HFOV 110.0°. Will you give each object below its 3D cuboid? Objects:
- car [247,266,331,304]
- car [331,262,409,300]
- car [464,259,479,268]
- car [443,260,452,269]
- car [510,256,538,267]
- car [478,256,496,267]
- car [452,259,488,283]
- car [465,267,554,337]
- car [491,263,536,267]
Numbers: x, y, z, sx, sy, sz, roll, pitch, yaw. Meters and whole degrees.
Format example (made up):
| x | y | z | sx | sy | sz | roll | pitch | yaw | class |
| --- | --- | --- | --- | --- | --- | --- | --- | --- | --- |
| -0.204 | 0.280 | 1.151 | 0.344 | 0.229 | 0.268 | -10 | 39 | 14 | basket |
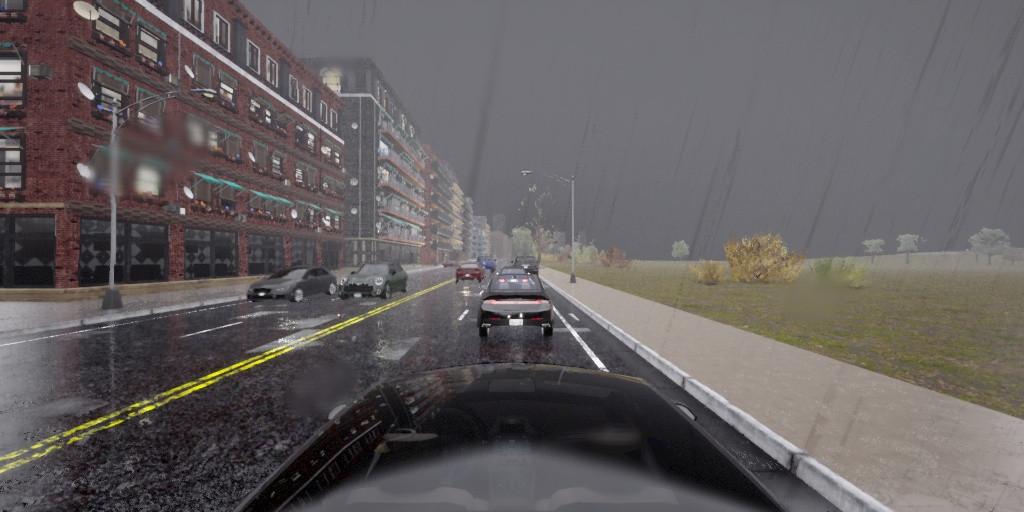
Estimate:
| x | y | z | sx | sy | sz | roll | pitch | yaw | class |
| --- | --- | --- | --- | --- | --- | --- | --- | --- | --- |
| -9.878 | 1.257 | 16.568 | 1.837 | 1.490 | 4.892 | 0 | 0 | 0 | car |
| -6.630 | 1.104 | 17.648 | 2.097 | 1.767 | 4.553 | 0 | 0 | 0 | car |
| -6.690 | 1.277 | 59.677 | 1.812 | 1.442 | 4.674 | 0 | 0 | 0 | car |
| -9.943 | 1.353 | 58.016 | 1.895 | 1.301 | 4.718 | 0 | 0 | 0 | car |
| 1.082 | 0.979 | 30.952 | 2.150 | 2.045 | 5.566 | 0 | 0 | 0 | car |
| -3.239 | 0.974 | 44.617 | 2.150 | 2.045 | 5.566 | 0 | 0 | 0 | car |
| -3.201 | 1.231 | 28.278 | 1.882 | 1.535 | 5.008 | 0 | 0 | 0 | car |
| 0.085 | 1.243 | 10.300 | 2.128 | 1.511 | 4.902 | 0 | 0 | 0 | car |
| 0.068 | 1.300 | 20.740 | 2.033 | 1.411 | 5.357 | 0 | 0 | 0 | car |
